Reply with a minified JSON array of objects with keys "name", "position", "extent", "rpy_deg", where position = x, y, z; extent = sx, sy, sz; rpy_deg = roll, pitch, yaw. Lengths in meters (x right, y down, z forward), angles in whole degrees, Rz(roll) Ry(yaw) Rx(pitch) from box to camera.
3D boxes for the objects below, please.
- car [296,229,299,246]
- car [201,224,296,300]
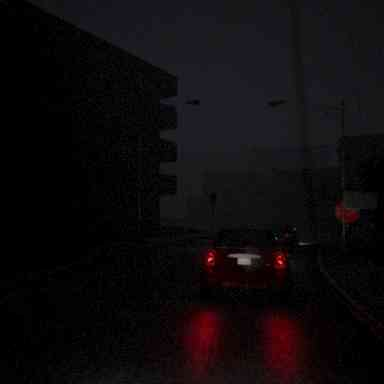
[{"name":"car","position":[5.144,2.552,19.638],"extent":[1.994,1.385,4.181],"rpy_deg":[0,-3,22]},{"name":"car","position":[1.618,1.720,9.605],"extent":[2.097,1.767,4.553],"rpy_deg":[0,-3,12]}]
